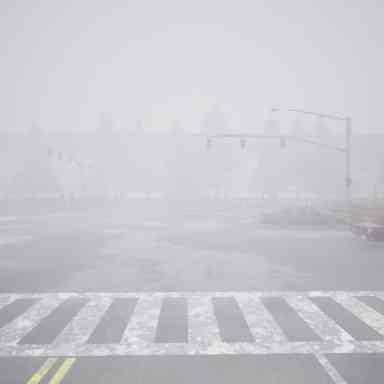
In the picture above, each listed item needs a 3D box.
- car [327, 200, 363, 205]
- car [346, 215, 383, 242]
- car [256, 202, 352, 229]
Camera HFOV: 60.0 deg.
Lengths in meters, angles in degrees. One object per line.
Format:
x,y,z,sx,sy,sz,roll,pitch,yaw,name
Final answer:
15.408,1.547,35.515,5.357,1.411,2.033,0,0,-2,car
9.430,1.601,14.123,4.718,1.301,1.895,0,0,-2,car
6.819,1.548,21.045,5.357,1.411,2.033,0,0,-2,car
